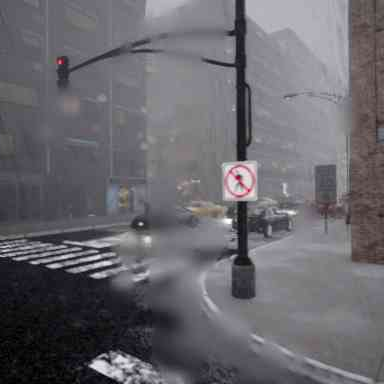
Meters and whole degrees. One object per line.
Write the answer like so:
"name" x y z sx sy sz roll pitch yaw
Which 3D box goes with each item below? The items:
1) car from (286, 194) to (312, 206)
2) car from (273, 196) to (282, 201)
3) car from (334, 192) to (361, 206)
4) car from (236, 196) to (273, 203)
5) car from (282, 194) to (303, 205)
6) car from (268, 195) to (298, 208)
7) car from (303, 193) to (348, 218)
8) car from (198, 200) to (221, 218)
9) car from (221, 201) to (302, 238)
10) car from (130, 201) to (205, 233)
"car" 14.120 0.995 43.745 1.887 1.381 4.507 0 1 37
"car" 7.254 1.150 34.506 1.752 1.417 4.829 0 1 37
"car" 20.017 0.845 42.620 2.128 1.511 4.902 -1 0 37
"car" 4.447 1.285 26.603 1.994 1.385 4.181 -1 0 37
"car" 10.418 1.133 34.630 1.994 1.385 4.181 -1 0 37
"car" 10.738 1.102 39.194 1.947 1.339 4.313 0 1 37
"car" 10.315 1.066 25.413 1.967 1.590 4.097 0 1 37
"car" 0.490 1.323 25.403 1.752 1.417 4.829 0 1 37
"car" 3.551 1.349 16.312 2.008 1.369 4.403 0 1 37
"car" -1.455 1.436 18.671 1.994 1.385 4.181 -1 0 37
